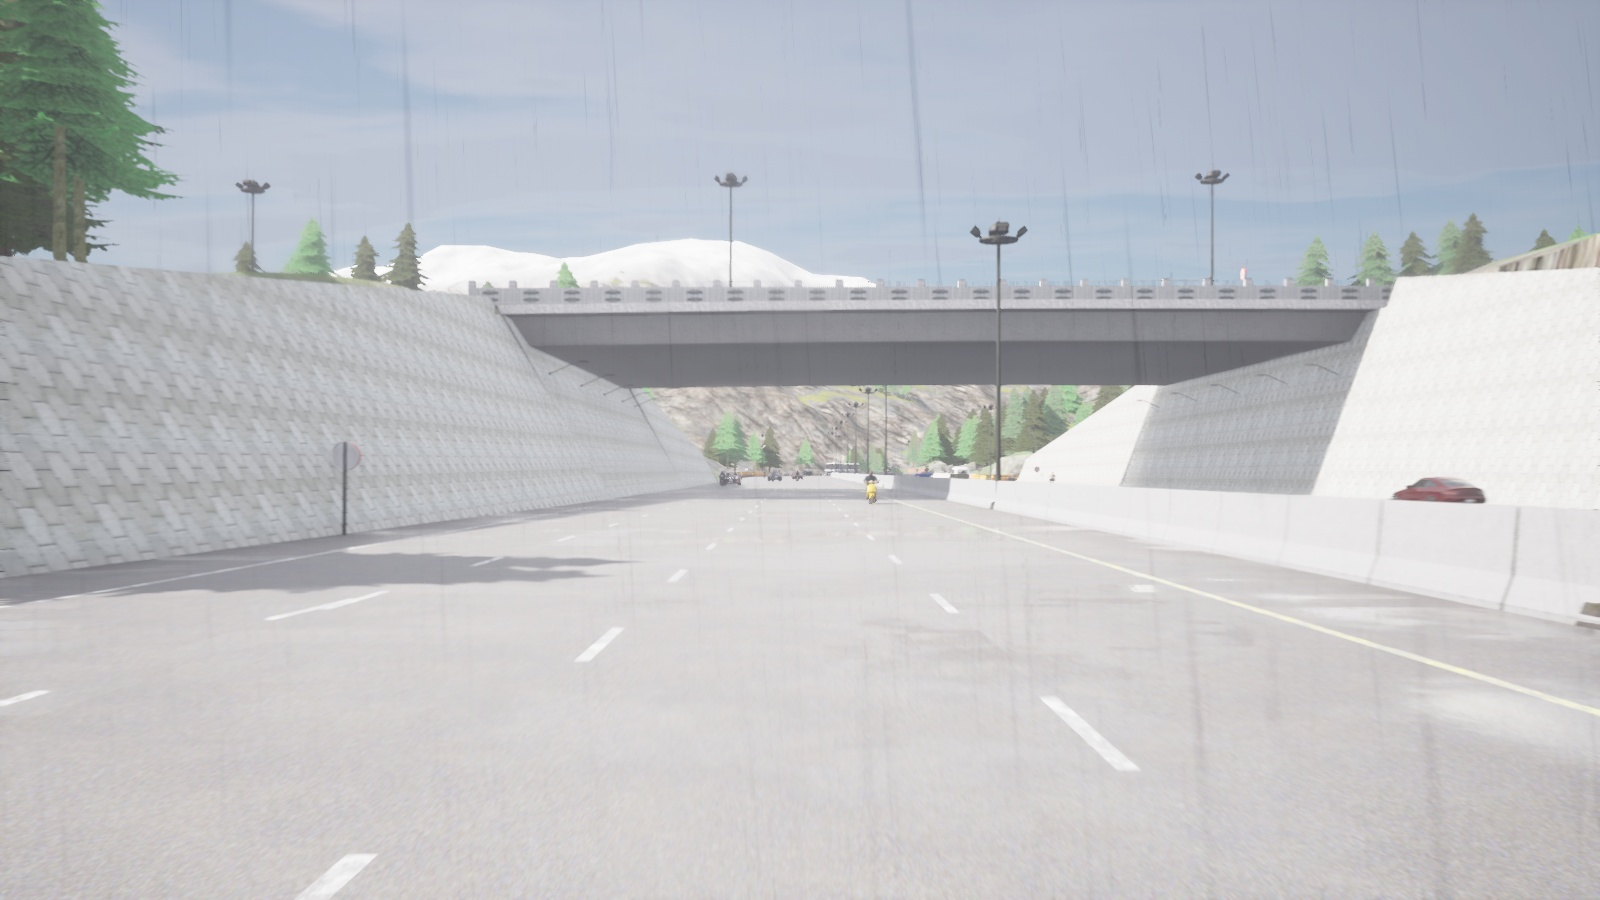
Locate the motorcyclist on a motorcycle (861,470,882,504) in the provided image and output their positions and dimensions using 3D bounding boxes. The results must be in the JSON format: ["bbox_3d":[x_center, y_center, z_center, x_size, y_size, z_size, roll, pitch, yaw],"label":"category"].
[{"bbox_3d":[3.357,1.739,59.009,0.866,1.590,1.817,0,-1,0],"label":"motorcyclist on a motorcycle"}]

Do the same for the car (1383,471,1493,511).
[{"bbox_3d":[24.383,1.547,48.205,1.812,1.442,4.674,0,-1,0],"label":"car"}]
